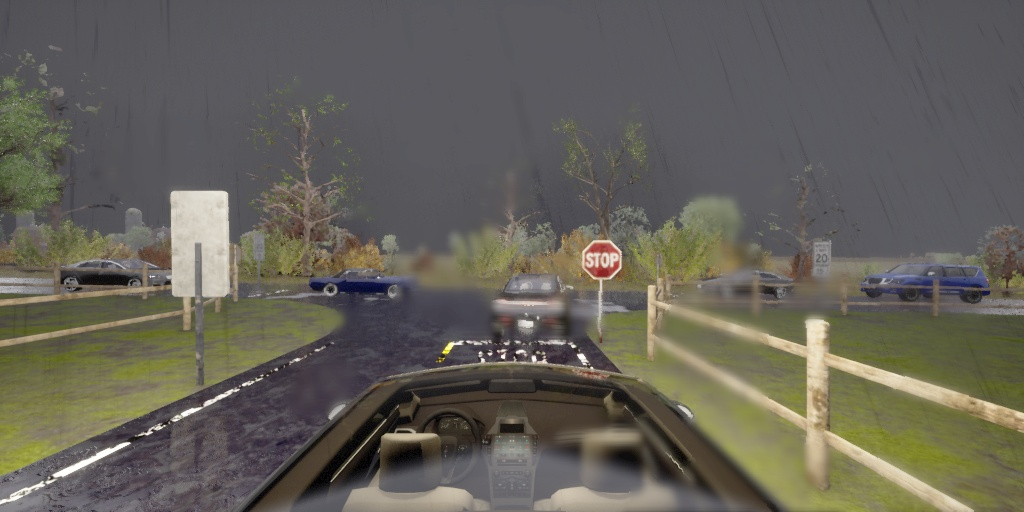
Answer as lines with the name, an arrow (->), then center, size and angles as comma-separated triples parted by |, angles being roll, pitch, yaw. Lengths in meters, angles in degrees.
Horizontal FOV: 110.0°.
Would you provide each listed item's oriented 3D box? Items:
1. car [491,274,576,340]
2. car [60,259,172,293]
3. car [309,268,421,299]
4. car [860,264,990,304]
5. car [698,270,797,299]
car -> 0.706, 1.240, 10.016 | 2.128, 1.511, 4.902 | 0, 0, 9
car -> -18.491, 0.885, 17.062 | 4.902, 1.511, 2.128 | 1, 1, 0
car -> -6.823, 1.248, 17.047 | 4.718, 1.301, 1.895 | 1, 1, 0
car -> 22.898, 1.466, 19.965 | 5.566, 2.045, 2.150 | 1, 1, 0
car -> 13.003, 1.525, 19.975 | 4.902, 1.511, 2.128 | 1, 1, 0
